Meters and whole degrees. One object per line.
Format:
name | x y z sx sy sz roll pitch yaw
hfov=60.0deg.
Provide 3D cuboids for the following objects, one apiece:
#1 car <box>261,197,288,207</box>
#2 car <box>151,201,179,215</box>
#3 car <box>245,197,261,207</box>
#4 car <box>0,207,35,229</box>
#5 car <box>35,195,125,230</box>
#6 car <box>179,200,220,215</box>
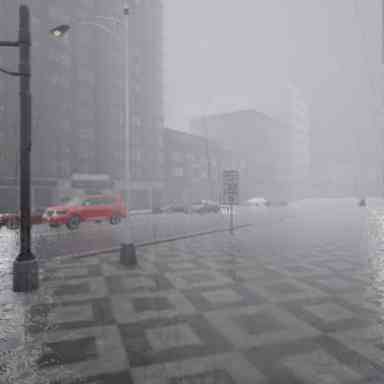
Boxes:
car | 12.627 1.506 49.453 2.033 1.411 5.357 -1 0 35
car | -2.284 1.583 34.122 1.994 1.385 4.181 -1 0 35
car | 9.841 1.514 51.145 1.812 1.442 4.674 -1 -1 35
car | -10.763 1.650 22.106 1.895 1.301 4.718 -1 0 35
car | -6.911 1.234 21.937 2.150 2.045 5.566 -1 0 35
car | 1.084 1.511 33.259 1.812 1.442 4.674 -1 0 35
